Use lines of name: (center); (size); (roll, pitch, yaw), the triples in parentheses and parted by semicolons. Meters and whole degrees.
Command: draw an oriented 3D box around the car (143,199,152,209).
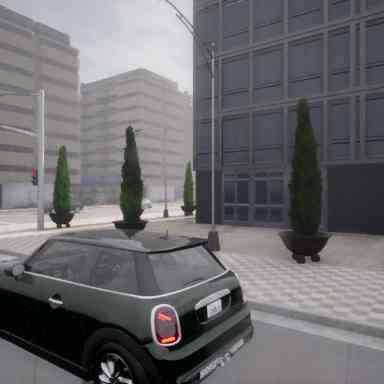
car: (-7.380, 1.581, 45.479); (1.812, 1.442, 4.674); (0, 0, 35)

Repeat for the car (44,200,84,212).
car: (-14.093, 1.560, 35.981); (1.837, 1.490, 4.892); (0, 0, 35)

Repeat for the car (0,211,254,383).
car: (-1.472, 1.352, 5.043); (4.553, 1.767, 2.097); (0, 0, 35)
